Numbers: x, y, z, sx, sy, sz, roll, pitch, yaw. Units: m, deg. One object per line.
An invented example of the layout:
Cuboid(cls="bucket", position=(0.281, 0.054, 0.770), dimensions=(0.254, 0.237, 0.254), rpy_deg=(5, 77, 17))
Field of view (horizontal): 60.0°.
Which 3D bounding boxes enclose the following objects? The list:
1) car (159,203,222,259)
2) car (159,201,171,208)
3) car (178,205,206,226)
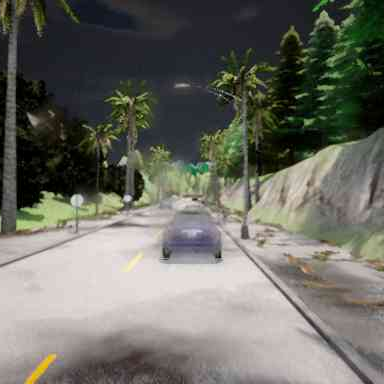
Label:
Cuboid(cls="car", position=(0.017, 1.505, 13.401), dimensions=(2.097, 1.767, 4.553), rpy_deg=(0, -1, 0))
Cuboid(cls="car", position=(-4.097, 2.126, 52.821), dimensions=(1.812, 1.442, 4.674), rpy_deg=(0, -1, 0))
Cuboid(cls="car", position=(0.003, 1.861, 27.483), dimensions=(2.033, 1.411, 5.357), rpy_deg=(0, -1, 0))
